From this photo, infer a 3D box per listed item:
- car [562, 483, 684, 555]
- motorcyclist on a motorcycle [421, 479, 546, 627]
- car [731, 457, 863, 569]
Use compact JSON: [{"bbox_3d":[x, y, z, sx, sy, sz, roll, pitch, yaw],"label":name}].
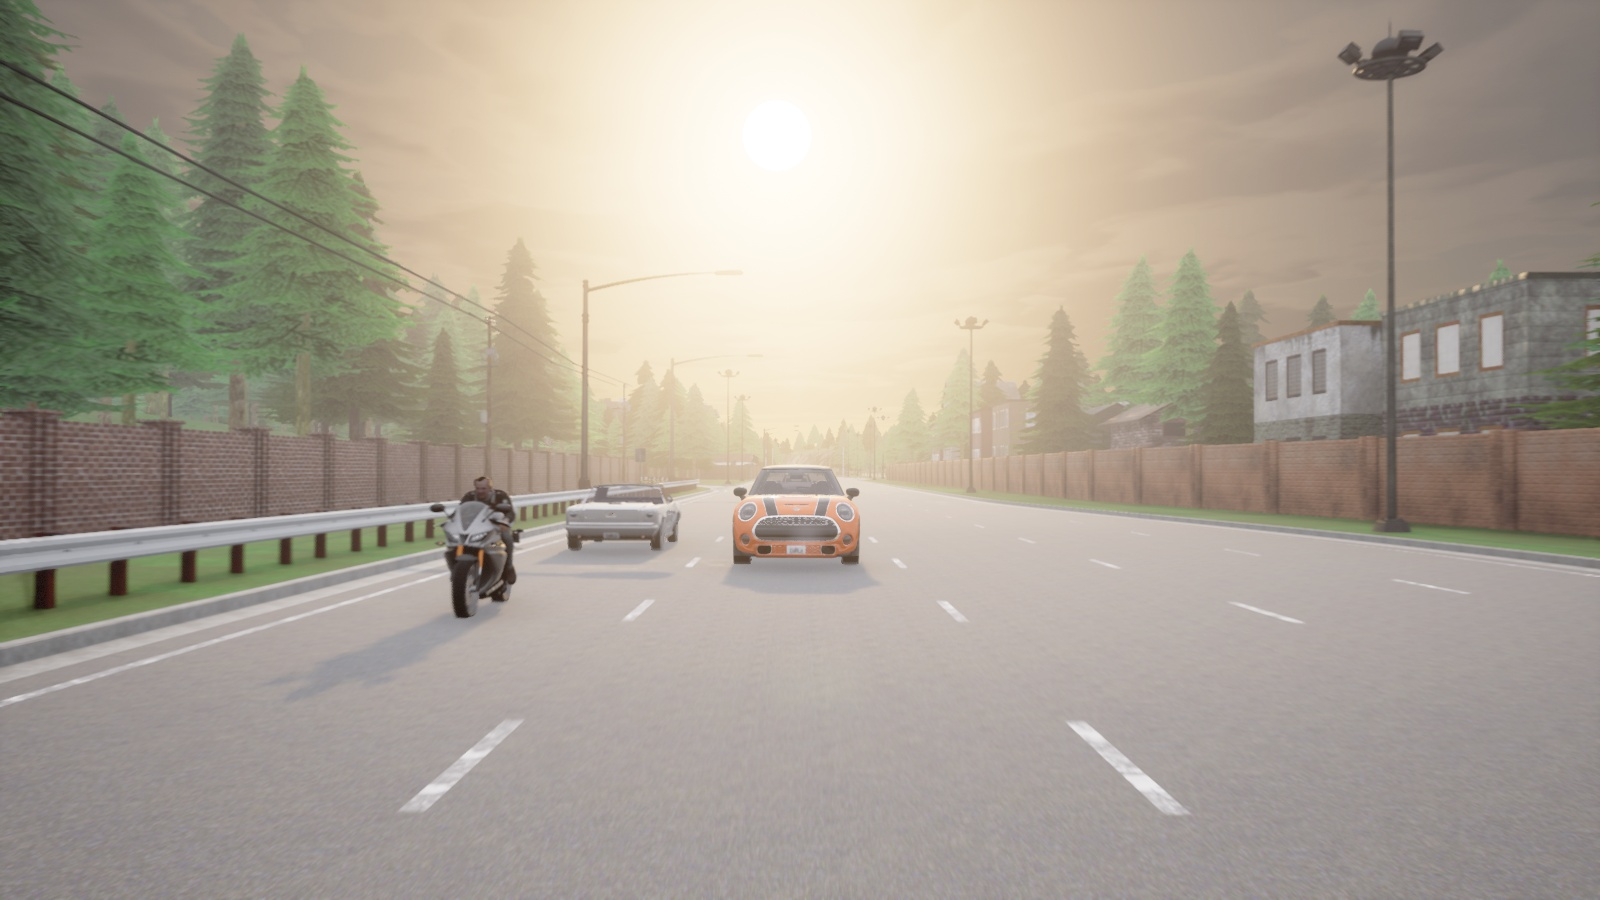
[{"bbox_3d":[-3.563,1.364,26.087,1.895,1.301,4.718,0,-1,0],"label":"car"},{"bbox_3d":[-3.535,1.101,14.244,0.866,1.530,2.191,0,-1,0],"label":"motorcyclist on a motorcycle"},{"bbox_3d":[-0.055,1.044,22.257,2.097,1.767,4.553,0,-1,0],"label":"car"}]
